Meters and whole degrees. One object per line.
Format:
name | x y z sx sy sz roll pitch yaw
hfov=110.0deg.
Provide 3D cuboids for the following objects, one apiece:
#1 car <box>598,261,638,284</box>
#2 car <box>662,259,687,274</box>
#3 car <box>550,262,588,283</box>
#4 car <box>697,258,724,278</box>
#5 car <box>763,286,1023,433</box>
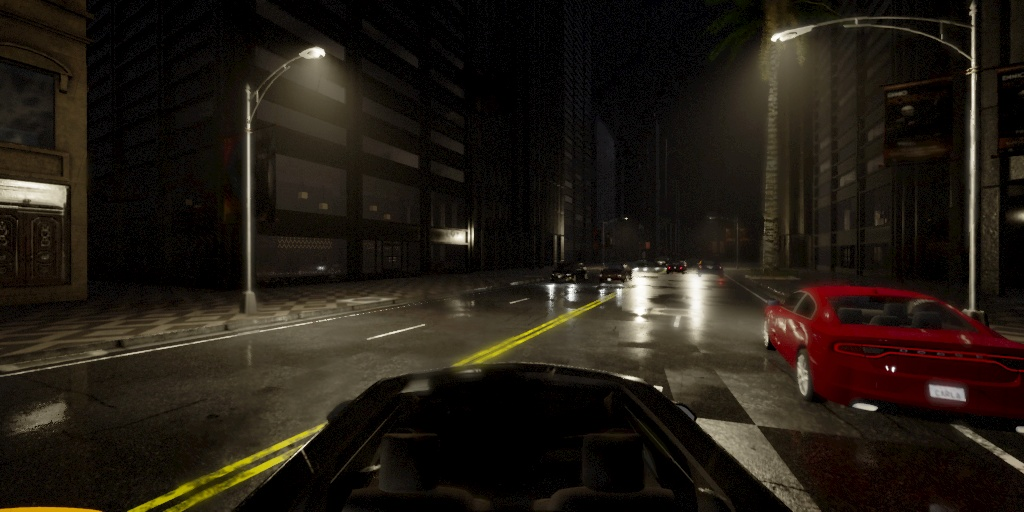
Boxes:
car | 8.138 1.305 27.856 2.033 1.411 5.357 0 0 27
car | 18.625 1.315 40.713 2.033 1.411 5.357 0 0 27
car | 4.501 1.261 27.887 1.837 1.490 4.892 0 0 27
car | 19.269 1.116 34.891 2.097 1.767 4.553 0 0 27
car | 5.511 1.228 5.807 1.882 1.535 5.008 0 0 27
